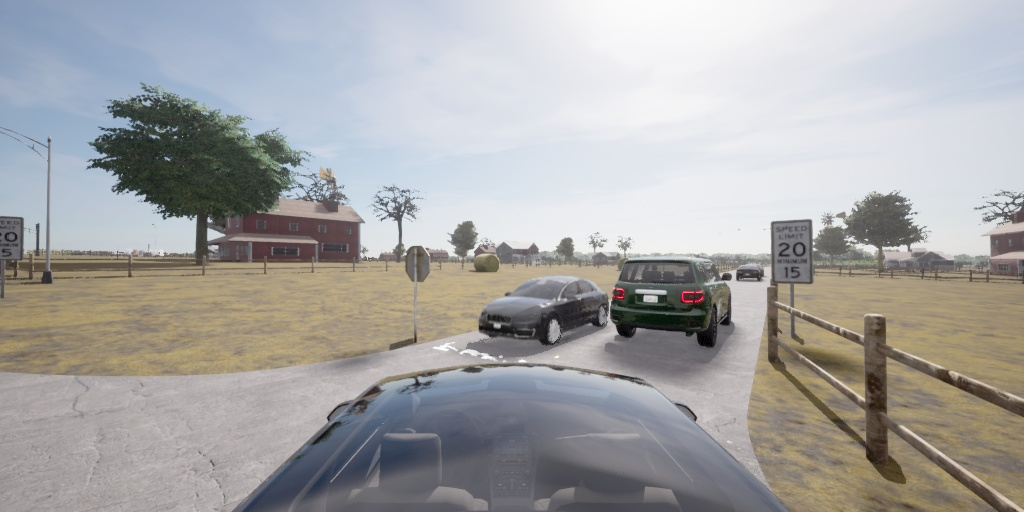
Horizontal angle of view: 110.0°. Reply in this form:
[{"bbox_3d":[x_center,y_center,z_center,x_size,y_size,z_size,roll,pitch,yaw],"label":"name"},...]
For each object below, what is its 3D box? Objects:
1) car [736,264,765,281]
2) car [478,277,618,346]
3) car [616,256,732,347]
[{"bbox_3d":[23.036,1.567,34.813,1.882,1.535,5.008,-1,-1,37],"label":"car"},{"bbox_3d":[1.109,1.353,9.991,1.837,1.490,4.892,-1,-2,36],"label":"car"},{"bbox_3d":[4.593,1.043,9.920,2.150,2.045,5.566,-1,-1,36],"label":"car"}]
